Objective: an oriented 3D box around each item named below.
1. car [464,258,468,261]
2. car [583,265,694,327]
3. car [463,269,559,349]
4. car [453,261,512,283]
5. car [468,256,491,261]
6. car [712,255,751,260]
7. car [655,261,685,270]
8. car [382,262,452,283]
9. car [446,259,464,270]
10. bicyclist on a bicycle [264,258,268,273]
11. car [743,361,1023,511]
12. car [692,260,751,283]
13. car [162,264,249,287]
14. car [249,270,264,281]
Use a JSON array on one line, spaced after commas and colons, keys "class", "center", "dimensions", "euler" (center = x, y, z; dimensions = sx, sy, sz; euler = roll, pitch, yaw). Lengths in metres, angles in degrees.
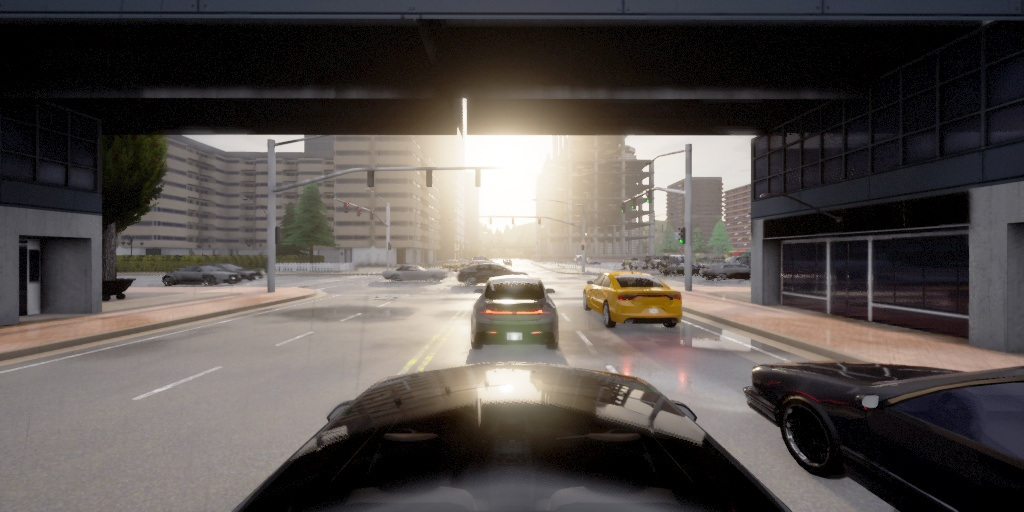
[{"class": "car", "center": [-8.044, 1.228, 57.229], "dimensions": [1.882, 1.535, 5.008], "euler": [0, 0, 0]}, {"class": "car", "center": [3.578, 1.228, 11.495], "dimensions": [1.882, 1.535, 5.008], "euler": [0, 0, 0]}, {"class": "car", "center": [0.066, 1.255, 9.124], "dimensions": [1.837, 1.490, 4.892], "euler": [0, 0, 0]}, {"class": "car", "center": [-1.213, 1.255, 24.143], "dimensions": [4.892, 1.490, 1.837], "euler": [0, 0, -1]}, {"class": "car", "center": [-4.508, 0.971, 50.539], "dimensions": [2.150, 2.045, 5.566], "euler": [0, 0, 0]}, {"class": "car", "center": [19.903, 0.971, 31.357], "dimensions": [5.566, 2.045, 2.150], "euler": [0, 0, 1]}, {"class": "car", "center": [16.890, 1.351, 34.896], "dimensions": [4.718, 1.301, 1.895], "euler": [0, 0, 0]}, {"class": "car", "center": [-7.322, 1.351, 27.567], "dimensions": [4.718, 1.301, 1.895], "euler": [0, 0, -1]}, {"class": "car", "center": [-7.992, 1.228, 47.657], "dimensions": [1.882, 1.535, 5.008], "euler": [0, 0, 0]}, {"class": "bicyclist on a bicycle", "center": [-25.997, 1.051, 38.388], "dimensions": [0.582, 1.620, 1.656], "euler": [0, 0, 0]}, {"class": "car", "center": [3.600, 1.297, 1.668], "dimensions": [2.033, 1.411, 5.357], "euler": [0, 0, 0]}, {"class": "car", "center": [17.122, 1.241, 27.681], "dimensions": [4.902, 1.511, 2.128], "euler": [0, 0, 1]}, {"class": "car", "center": [-20.588, 1.314, 23.932], "dimensions": [4.181, 1.385, 1.994], "euler": [0, 0, 0]}, {"class": "car", "center": [-22.166, 1.297, 27.422], "dimensions": [5.357, 1.411, 2.033], "euler": [0, 0, 0]}]
